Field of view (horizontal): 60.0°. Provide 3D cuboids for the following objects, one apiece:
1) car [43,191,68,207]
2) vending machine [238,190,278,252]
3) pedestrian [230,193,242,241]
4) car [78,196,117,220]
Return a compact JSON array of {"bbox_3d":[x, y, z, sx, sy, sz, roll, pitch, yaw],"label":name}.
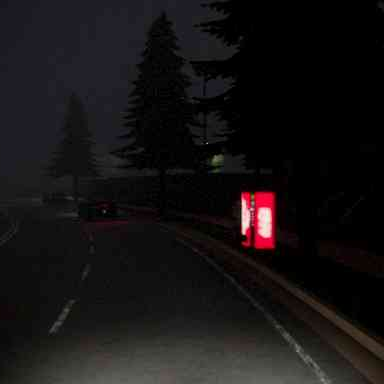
[{"bbox_3d":[-15.710,0.675,38.116,2.097,1.767,4.553,-1,1,-32],"label":"car"},{"bbox_3d":[2.319,0.970,11.708,1.100,2.100,0.880,0,1,-14],"label":"vending machine"},{"bbox_3d":[1.706,0.905,12.451,0.375,1.860,0.375,0,1,-15],"label":"pedestrian"},{"bbox_3d":[-6.783,1.053,23.487,1.882,1.535,5.008,-1,1,-28],"label":"car"}]
